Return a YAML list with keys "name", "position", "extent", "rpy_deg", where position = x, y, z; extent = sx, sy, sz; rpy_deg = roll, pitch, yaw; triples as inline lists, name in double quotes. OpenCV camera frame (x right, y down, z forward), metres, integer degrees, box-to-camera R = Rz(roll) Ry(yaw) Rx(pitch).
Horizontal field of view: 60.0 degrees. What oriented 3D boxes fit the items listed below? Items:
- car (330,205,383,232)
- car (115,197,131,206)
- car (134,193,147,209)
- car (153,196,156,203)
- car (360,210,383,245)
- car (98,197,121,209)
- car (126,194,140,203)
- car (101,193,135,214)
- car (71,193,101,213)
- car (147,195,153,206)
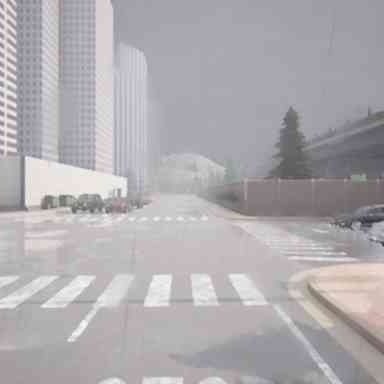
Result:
- name: "car"
  position: [10.883, 1.540, 20.007]
  extent: [4.892, 1.490, 1.837]
  rpy_deg: [0, 0, -2]
- name: "car"
  position: [-11.530, 1.544, 55.826]
  extent: [1.895, 1.301, 4.718]
  rpy_deg: [0, 0, -1]
- name: "car"
  position: [-7.879, 1.176, 44.804]
  extent: [2.150, 2.045, 5.566]
  rpy_deg: [0, 0, -1]
- name: "car"
  position: [-8.145, 1.412, 64.908]
  extent: [1.882, 1.535, 5.008]
  rpy_deg: [0, 0, -1]
- name: "car"
  position: [9.447, 1.569, 13.005]
  extent: [4.674, 1.442, 1.812]
  rpy_deg: [0, 0, -1]
- name: "car"
  position: [-11.398, 1.501, 46.254]
  extent: [2.033, 1.411, 5.357]
  rpy_deg: [0, 0, -1]
- name: "car"
  position: [-11.673, 1.285, 65.893]
  extent: [2.097, 1.767, 4.553]
  rpy_deg: [0, 0, -1]
- name: "car"
  position: [-7.706, 1.316, 35.229]
  extent: [2.097, 1.767, 4.553]
  rpy_deg: [0, 0, -1]
- name: "car"
  position: [-11.221, 1.185, 36.011]
  extent: [2.150, 2.045, 5.566]
  rpy_deg: [0, 0, -1]
- name: "car"
  position: [-8.022, 1.470, 54.566]
  extent: [1.812, 1.442, 4.674]
  rpy_deg: [0, 0, -1]
